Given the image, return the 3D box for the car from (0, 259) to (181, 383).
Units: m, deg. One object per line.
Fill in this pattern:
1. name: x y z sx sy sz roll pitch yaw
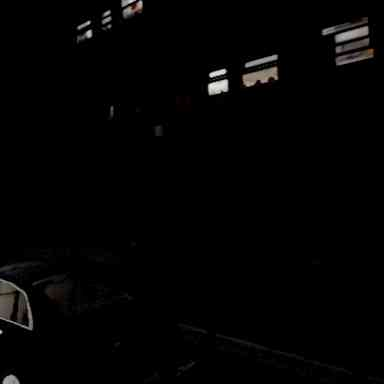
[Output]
1. car: -2.176 1.596 4.442 4.403 1.369 2.008 -1 -1 36
